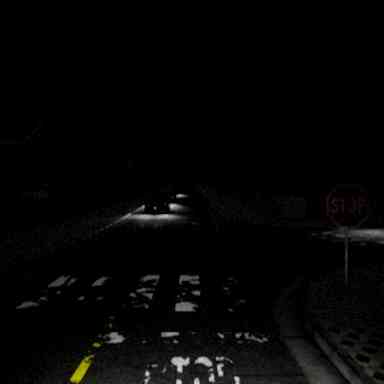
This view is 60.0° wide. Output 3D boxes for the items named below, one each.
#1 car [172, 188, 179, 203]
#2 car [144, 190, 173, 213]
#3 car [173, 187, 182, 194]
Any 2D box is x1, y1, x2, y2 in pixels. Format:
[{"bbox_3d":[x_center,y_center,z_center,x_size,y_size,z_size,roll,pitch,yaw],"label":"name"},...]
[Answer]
[{"bbox_3d":[-2.874,0.576,39.476,1.895,1.301,4.718,0,2,0],"label":"car"},{"bbox_3d":[-2.867,0.910,28.290,1.837,1.490,4.892,0,2,0],"label":"car"},{"bbox_3d":[-2.819,-0.288,61.097,1.895,1.301,4.718,0,2,1],"label":"car"}]
